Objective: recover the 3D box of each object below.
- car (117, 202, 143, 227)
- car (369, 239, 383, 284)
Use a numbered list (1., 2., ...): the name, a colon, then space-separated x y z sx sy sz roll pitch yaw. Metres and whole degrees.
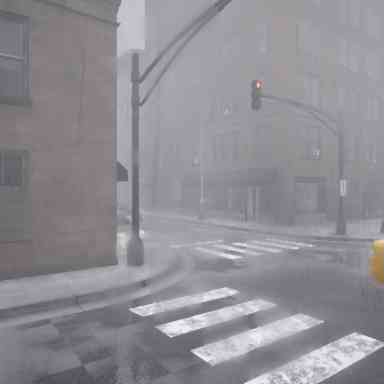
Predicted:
1. car: -4.823 1.377 21.010 2.128 1.511 4.902 0 0 -36
2. car: 5.943 1.475 5.965 1.882 1.535 5.008 0 0 -36
